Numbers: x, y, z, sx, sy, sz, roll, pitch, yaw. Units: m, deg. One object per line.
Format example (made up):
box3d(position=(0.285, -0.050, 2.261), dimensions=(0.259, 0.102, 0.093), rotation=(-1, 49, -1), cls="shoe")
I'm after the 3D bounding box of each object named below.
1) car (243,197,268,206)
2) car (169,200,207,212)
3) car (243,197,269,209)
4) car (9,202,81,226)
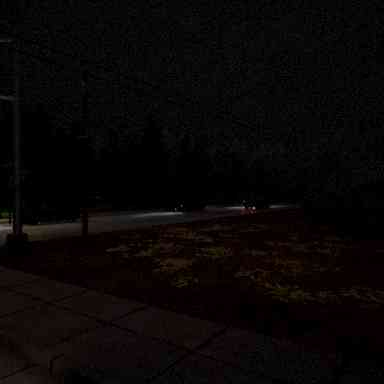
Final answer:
box3d(position=(9.825, 1.440, 50.881), dimensions=(1.895, 1.301, 4.718), rotation=(0, 0, 37), cls="car")
box3d(position=(-0.413, 1.529, 37.213), dimensions=(1.895, 1.301, 4.718), rotation=(0, 0, 37), cls="car")
box3d(position=(8.343, 1.360, 42.830), dimensions=(2.128, 1.511, 4.902), rotation=(0, 0, 37), cls="car")
box3d(position=(-10.366, 1.520, 23.781), dimensions=(1.837, 1.490, 4.892), rotation=(0, 0, 37), cls="car")
